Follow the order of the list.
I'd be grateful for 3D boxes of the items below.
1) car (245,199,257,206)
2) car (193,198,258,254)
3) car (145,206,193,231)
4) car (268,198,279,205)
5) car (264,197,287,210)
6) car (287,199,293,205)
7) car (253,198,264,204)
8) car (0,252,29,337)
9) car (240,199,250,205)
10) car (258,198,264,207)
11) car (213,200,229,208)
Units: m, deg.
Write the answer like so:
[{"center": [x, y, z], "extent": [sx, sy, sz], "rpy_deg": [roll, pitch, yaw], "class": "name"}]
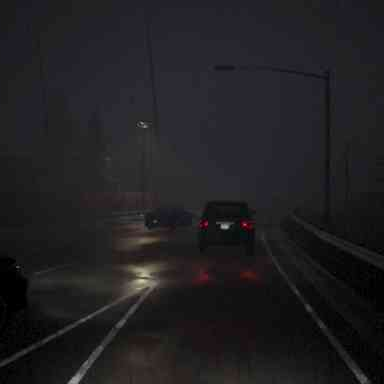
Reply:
[{"center": [12.997, 2.296, 72.800], "extent": [1.837, 1.490, 4.892], "rpy_deg": [0, -1, 20], "class": "car"}, {"center": [1.627, 1.377, 14.613], "extent": [2.150, 2.045, 5.566], "rpy_deg": [0, -1, 9], "class": "car"}, {"center": [-1.384, 1.693, 22.622], "extent": [1.882, 1.535, 5.008], "rpy_deg": [0, -1, 20], "class": "car"}, {"center": [20.257, 2.293, 82.545], "extent": [2.097, 1.767, 4.553], "rpy_deg": [0, -1, 20], "class": "car"}, {"center": [13.372, 1.825, 53.017], "extent": [2.150, 2.045, 5.566], "rpy_deg": [0, -1, 20], "class": "car"}, {"center": [23.676, 2.474, 81.706], "extent": [1.812, 1.442, 4.674], "rpy_deg": [0, -1, 20], "class": "car"}, {"center": [16.552, 2.310, 82.595], "extent": [1.812, 1.442, 4.674], "rpy_deg": [0, -1, 20], "class": "car"}, {"center": [-4.551, 1.220, 3.625], "extent": [2.150, 2.045, 5.566], "rpy_deg": [0, -2, 20], "class": "car"}, {"center": [13.545, 2.440, 84.568], "extent": [1.812, 1.442, 4.674], "rpy_deg": [0, -1, 20], "class": "car"}, {"center": [13.476, 2.273, 63.565], "extent": [1.994, 1.385, 4.181], "rpy_deg": [0, -1, 20], "class": "car"}, {"center": [5.438, 2.244, 61.937], "extent": [1.895, 1.301, 4.718], "rpy_deg": [0, -1, 20], "class": "car"}]
